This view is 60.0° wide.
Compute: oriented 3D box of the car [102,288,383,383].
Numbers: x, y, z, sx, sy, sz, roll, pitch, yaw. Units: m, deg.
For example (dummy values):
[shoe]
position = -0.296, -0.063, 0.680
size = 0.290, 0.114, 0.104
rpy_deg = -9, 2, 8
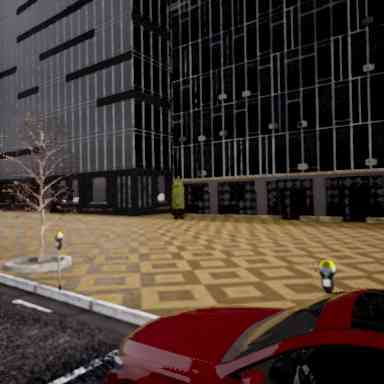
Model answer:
[car]
position = 1.348, 1.527, 2.476
size = 4.674, 1.442, 1.812
rpy_deg = -1, 0, 35
